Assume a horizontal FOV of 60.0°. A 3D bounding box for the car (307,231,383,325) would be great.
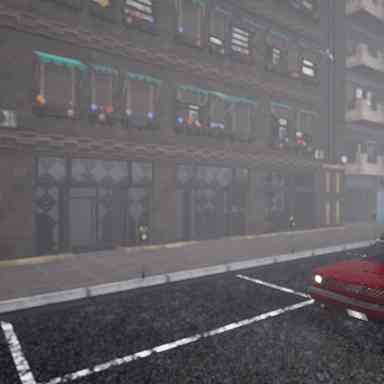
[{"bbox_3d":[4.375,1.608,6.482,4.718,1.301,1.895,0,0,-35],"label":"car"}]
